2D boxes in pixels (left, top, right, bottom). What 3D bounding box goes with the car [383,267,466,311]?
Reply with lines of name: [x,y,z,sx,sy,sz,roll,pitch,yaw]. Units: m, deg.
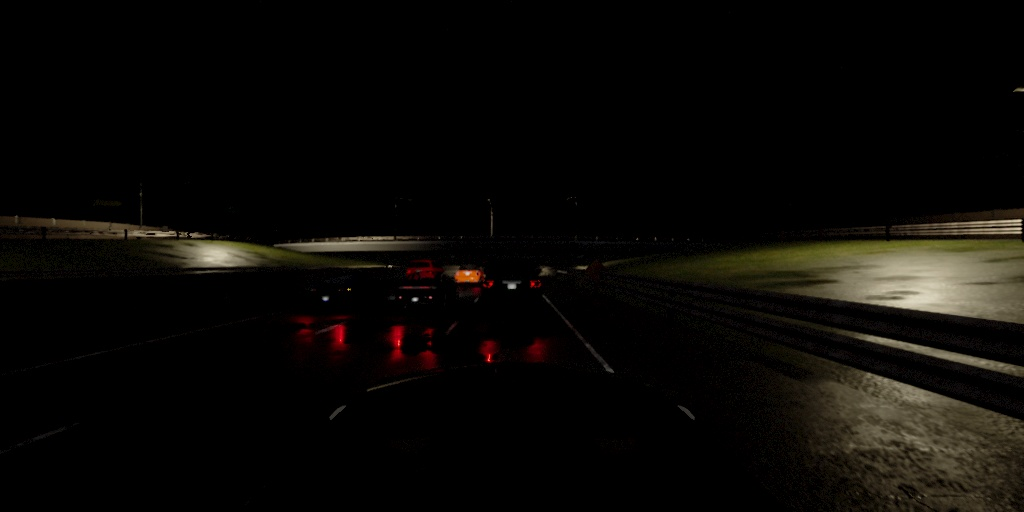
car: [-3.484,1.388,15.374,2.128,1.511,4.902,0,-1,0]

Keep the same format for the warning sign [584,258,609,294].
warning sign: [4.547,1.063,19.305,1.300,1.860,1.060,0,0,0]

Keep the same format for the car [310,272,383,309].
car: [-6.980,1.425,15.766,1.812,1.442,4.674,0,-1,0]

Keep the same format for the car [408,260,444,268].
car: [-6.995,1.338,29.459,2.150,2.045,5.566,0,-1,0]

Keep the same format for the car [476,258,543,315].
car: [0.007,1.109,14.425,2.150,2.045,5.566,0,0,0]

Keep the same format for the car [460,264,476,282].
car: [-3.482,1.481,30.305,2.097,1.767,4.553,0,-1,0]
